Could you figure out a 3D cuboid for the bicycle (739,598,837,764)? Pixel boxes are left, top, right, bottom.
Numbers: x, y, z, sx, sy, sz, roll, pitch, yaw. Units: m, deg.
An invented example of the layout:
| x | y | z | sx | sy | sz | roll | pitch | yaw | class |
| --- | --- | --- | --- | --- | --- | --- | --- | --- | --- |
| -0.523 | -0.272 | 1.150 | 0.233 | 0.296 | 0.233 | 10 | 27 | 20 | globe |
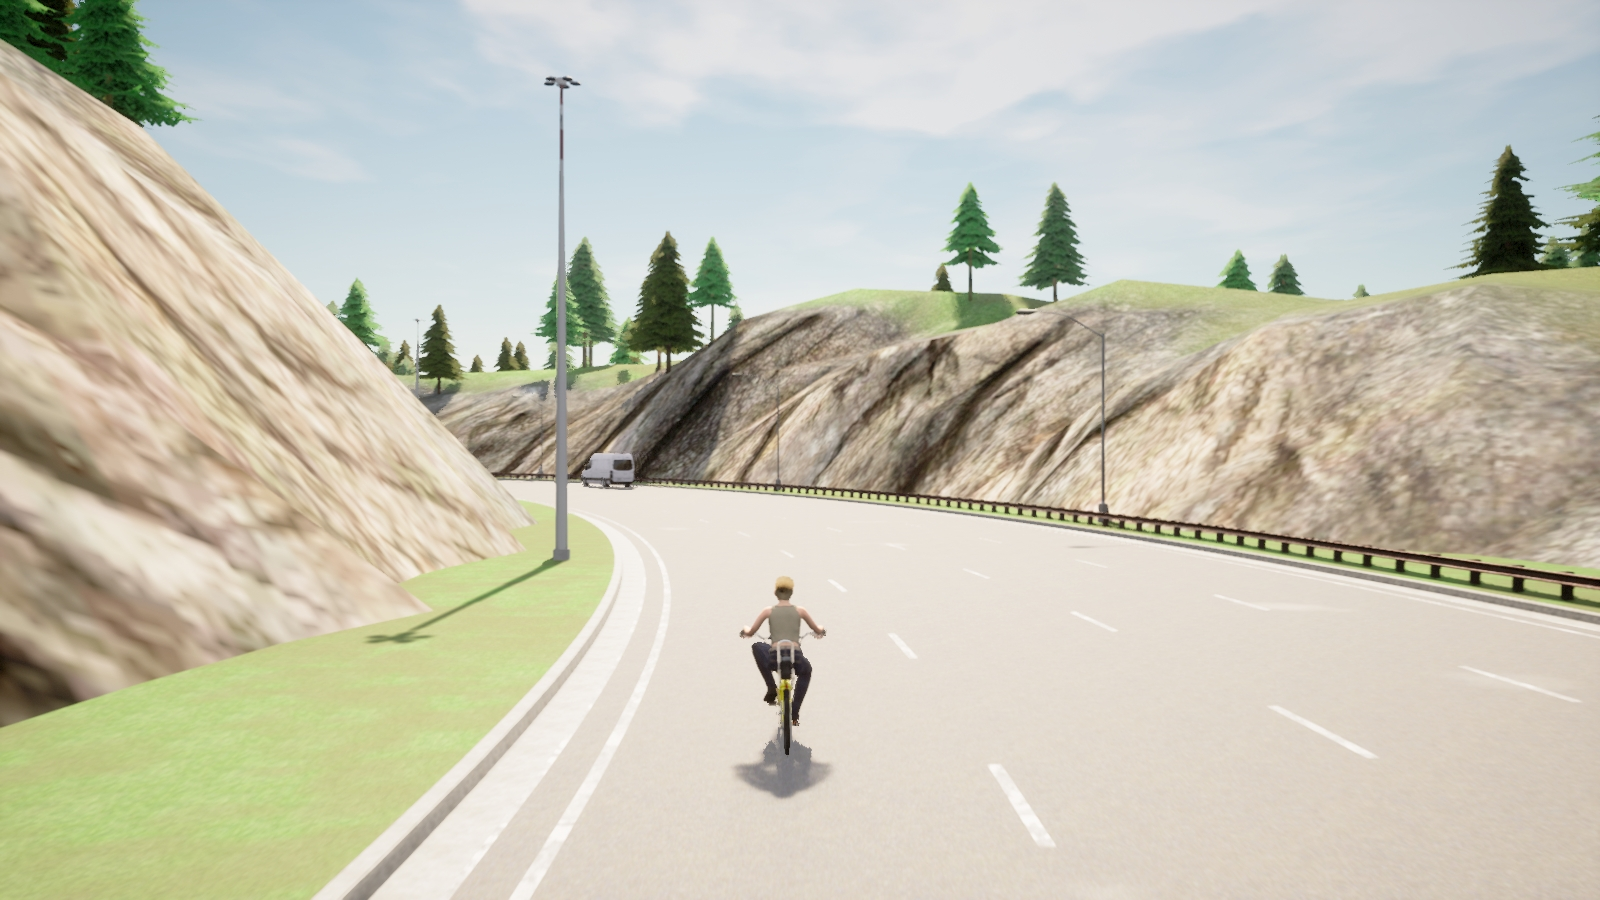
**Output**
| x | y | z | sx | sy | sz | roll | pitch | yaw | class |
| --- | --- | --- | --- | --- | --- | --- | --- | --- | --- |
| -0.144 | 2.158 | 10.949 | 0.859 | 1.276 | 1.487 | -1 | 0 | -3 | bicycle |
